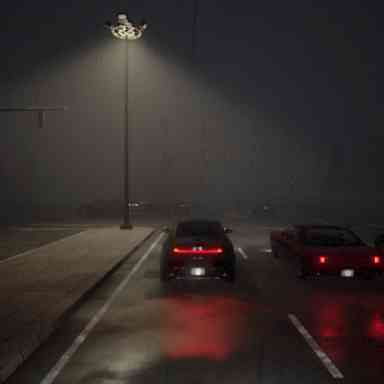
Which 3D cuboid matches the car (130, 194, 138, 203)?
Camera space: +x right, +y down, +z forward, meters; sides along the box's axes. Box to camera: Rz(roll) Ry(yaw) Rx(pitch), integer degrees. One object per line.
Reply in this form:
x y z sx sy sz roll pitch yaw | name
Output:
-10.906 1.594 62.635 1.994 1.385 4.181 0 0 1 | car

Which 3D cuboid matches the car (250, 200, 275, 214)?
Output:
7.450 1.585 35.454 1.994 1.385 4.181 0 0 1 | car

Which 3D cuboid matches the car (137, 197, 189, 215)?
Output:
-2.567 1.508 32.533 4.902 1.511 2.128 0 0 32 | car

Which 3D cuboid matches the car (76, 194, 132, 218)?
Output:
-8.267 1.366 30.409 4.553 1.767 2.097 0 0 18 | car

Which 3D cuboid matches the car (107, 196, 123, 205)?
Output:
-14.404 1.555 62.608 1.812 1.442 4.674 0 0 1 | car

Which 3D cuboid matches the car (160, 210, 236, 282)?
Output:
0.168 1.510 9.754 1.837 1.490 4.892 0 0 1 | car

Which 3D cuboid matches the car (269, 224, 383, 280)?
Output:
3.672 1.607 9.985 1.895 1.301 4.718 0 0 1 | car
